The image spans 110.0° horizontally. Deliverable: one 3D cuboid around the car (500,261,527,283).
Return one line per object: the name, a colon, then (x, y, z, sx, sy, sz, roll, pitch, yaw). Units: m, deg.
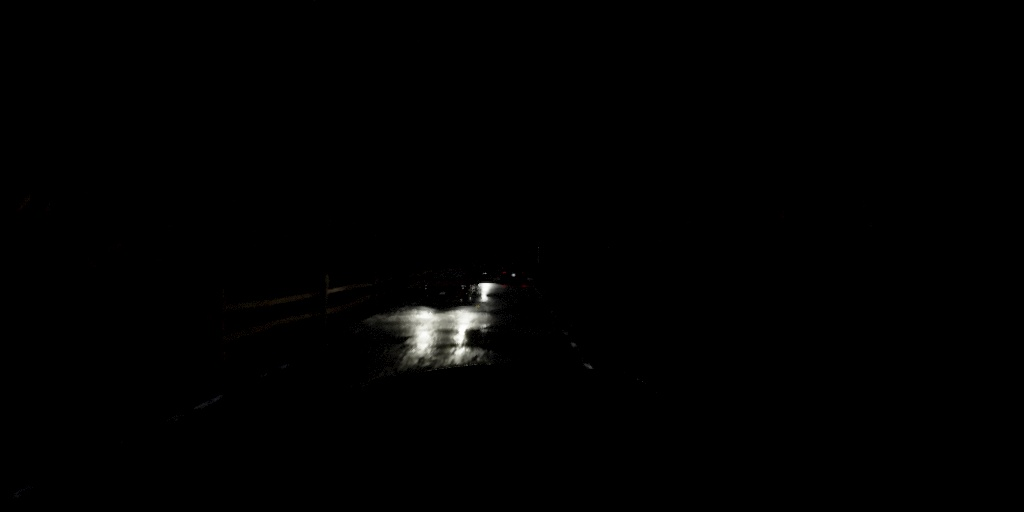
car: (0.126, 1.299, 27.496, 1.994, 1.385, 4.181, 0, 0, 0)

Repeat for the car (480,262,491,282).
car: (-2.695, 1.237, 28.556, 1.837, 1.490, 4.892, 0, 0, 0)

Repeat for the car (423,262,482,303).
car: (-2.730, 1.219, 16.720, 1.882, 1.535, 5.008, 0, 0, 1)
